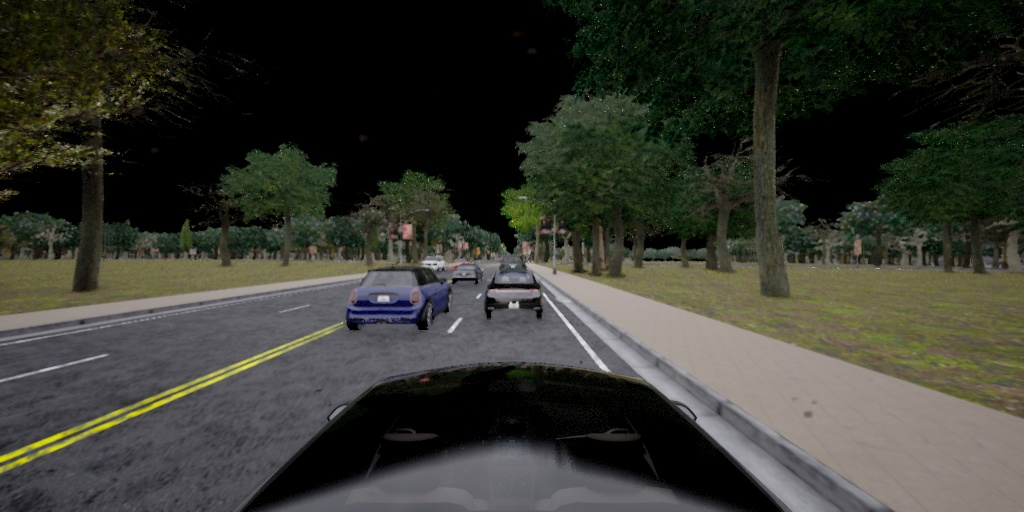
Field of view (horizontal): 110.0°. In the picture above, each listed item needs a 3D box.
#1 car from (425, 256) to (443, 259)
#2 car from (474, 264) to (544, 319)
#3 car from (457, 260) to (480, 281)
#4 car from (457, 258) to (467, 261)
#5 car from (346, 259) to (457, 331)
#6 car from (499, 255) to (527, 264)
[{"bbox_3d":[-9.837,0.988,44.777,2.150,2.045,5.566,0,0,0],"label":"car"},{"bbox_3d":[0.074,1.217,12.724,2.128,1.511,4.902,0,0,0],"label":"car"},{"bbox_3d":[-3.182,1.269,26.361,2.033,1.411,5.357,0,0,0],"label":"car"},{"bbox_3d":[-6.582,1.121,46.105,2.097,1.767,4.553,0,0,0],"label":"car"},{"bbox_3d":[-3.186,1.079,11.060,2.097,1.767,4.553,0,0,0],"label":"car"},{"bbox_3d":[0.091,0.947,30.283,2.150,2.045,5.566,0,0,0],"label":"car"}]
